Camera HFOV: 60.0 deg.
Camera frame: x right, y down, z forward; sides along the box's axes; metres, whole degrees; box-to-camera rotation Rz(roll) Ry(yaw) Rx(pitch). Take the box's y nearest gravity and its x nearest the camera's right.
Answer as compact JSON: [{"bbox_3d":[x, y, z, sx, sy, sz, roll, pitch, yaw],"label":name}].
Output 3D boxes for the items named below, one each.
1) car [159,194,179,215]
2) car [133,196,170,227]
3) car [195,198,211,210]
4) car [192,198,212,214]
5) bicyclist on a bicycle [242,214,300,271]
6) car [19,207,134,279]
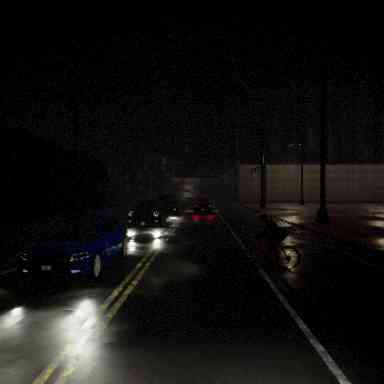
[{"bbox_3d":[-2.539,1.221,33.956,2.150,2.045,5.566,0,0,0],"label":"car"},{"bbox_3d":[-2.939,1.351,22.545,2.097,1.767,4.553,0,0,2],"label":"car"},{"bbox_3d":[1.433,1.547,44.671,2.033,1.411,5.357,0,0,2],"label":"car"},{"bbox_3d":[1.129,1.525,34.729,1.812,1.442,4.674,0,0,1],"label":"car"},{"bbox_3d":[2.236,1.453,9.500,1.656,1.620,0.582,-2,0,2],"label":"bicyclist on a bicycle"},{"bbox_3d":[-3.328,1.478,10.262,1.882,1.535,5.008,0,0,2],"label":"car"}]
